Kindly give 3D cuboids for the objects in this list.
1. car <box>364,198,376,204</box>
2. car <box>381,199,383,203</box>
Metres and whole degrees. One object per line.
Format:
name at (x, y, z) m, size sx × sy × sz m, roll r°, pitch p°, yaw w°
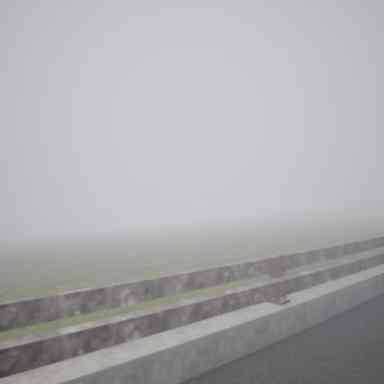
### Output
car at (41.976, 2.306, 79.075) m, size 1.837 × 1.490 × 4.892 m, roll 0°, pitch 0°, yaw 0°
car at (45.445, 2.367, 77.973) m, size 1.994 × 1.385 × 4.181 m, roll 0°, pitch 0°, yaw 2°
